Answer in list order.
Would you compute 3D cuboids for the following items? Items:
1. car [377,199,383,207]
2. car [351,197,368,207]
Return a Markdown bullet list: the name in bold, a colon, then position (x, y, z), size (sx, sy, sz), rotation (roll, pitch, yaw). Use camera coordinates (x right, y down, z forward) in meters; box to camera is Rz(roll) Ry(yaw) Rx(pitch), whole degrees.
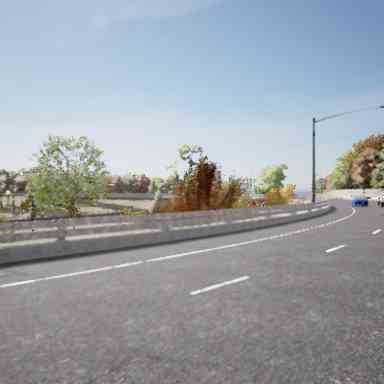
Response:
- **car**: position (29.741, 1.661, 51.053), size (1.895, 1.301, 4.718), rotation (0, 0, 19)
- **car**: position (26.622, 1.537, 52.843), size (1.882, 1.535, 5.008), rotation (0, 0, 18)
